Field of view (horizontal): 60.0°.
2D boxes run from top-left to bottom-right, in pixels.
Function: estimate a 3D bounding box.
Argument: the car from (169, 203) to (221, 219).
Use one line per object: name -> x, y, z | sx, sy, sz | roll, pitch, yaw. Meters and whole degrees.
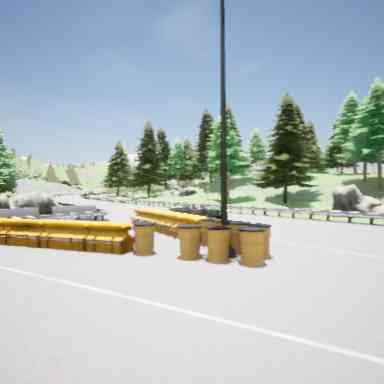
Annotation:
car -> 0.149, 1.430, 23.174 | 1.895, 1.301, 4.718 | -1, 0, -33
